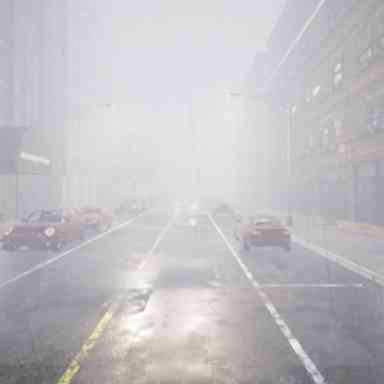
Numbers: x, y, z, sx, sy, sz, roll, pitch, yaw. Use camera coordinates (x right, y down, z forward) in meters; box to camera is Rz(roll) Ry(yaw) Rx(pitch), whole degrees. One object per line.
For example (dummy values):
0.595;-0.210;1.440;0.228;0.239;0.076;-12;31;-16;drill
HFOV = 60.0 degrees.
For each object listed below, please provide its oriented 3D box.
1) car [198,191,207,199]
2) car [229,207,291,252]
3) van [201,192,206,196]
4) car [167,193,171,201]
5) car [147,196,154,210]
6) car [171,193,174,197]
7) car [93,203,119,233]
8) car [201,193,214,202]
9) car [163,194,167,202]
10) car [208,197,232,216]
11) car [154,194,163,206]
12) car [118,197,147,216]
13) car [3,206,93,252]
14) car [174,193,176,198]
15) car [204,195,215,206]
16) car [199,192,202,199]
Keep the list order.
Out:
2.726;0.780;86.773;2.192;1.841;5.009;1;0;0;car
2.709;1.506;13.242;1.802;1.307;4.206;1;0;0;car
2.737;1.023;52.836;1.690;1.788;3.998;1;0;0;van
-5.639;1.162;64.192;2.008;1.369;4.403;1;0;0;car
-5.656;1.353;35.910;1.947;1.339;4.313;1;0;0;car
-5.631;1.064;75.335;1.752;1.417;4.829;1;0;0;car
-5.668;1.472;18.939;1.802;1.307;4.206;1;0;0;car
2.731;1.268;47.181;2.008;1.369;4.403;1;0;0;car
-5.646;1.233;52.879;2.008;1.369;4.403;1;0;0;car
2.720;1.404;30.213;1.802;1.307;4.206;1;0;0;car
-5.649;1.262;47.222;1.887;1.381;4.507;1;0;0;car
-5.658;1.262;30.253;1.967;1.590;4.097;1;0;0;car
-5.669;1.364;13.283;1.967;1.590;4.097;1;0;0;car
-5.621;0.979;92.473;2.008;1.369;4.403;1;0;0;car
2.724;1.338;35.869;2.008;1.369;4.403;1;0;0;car
2.748;1.177;64.149;1.947;1.339;4.313;1;0;0;car
